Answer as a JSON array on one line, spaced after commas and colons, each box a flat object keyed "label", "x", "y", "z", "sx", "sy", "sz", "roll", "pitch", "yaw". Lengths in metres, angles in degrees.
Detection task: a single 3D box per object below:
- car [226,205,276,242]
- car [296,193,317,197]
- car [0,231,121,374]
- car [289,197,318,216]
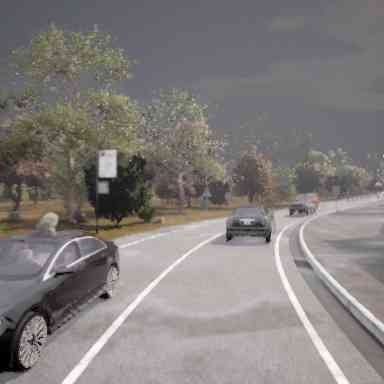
[{"label": "car", "x": 3.124, "y": 1.420, "z": 17.067, "sx": 2.097, "sy": 1.767, "sz": 4.553, "roll": -1, "pitch": -1, "yaw": 17}, {"label": "car", "x": 15.088, "y": 1.253, "z": 44.579, "sx": 2.150, "sy": 2.045, "sz": 5.566, "roll": -4, "pitch": -1, "yaw": 39}, {"label": "car", "x": -2.751, "y": 1.520, "z": 5.841, "sx": 2.128, "sy": 1.511, "sz": 4.902, "roll": 0, "pitch": 0, "yaw": 7}, {"label": "car", "x": 11.363, "y": 1.562, "z": 33.845, "sx": 1.837, "sy": 1.490, "sz": 4.892, "roll": -4, "pitch": -2, "yaw": 34}]
